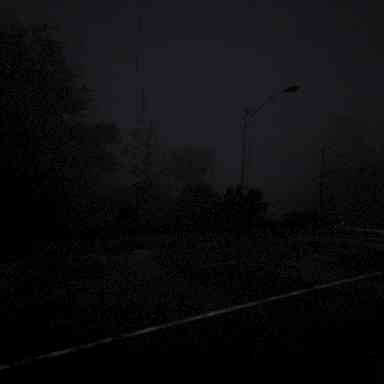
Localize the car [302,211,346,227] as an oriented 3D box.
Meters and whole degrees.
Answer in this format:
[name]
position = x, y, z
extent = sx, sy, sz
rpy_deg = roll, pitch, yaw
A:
[car]
position = 13.710, 2.768, 34.873
extent = 2.128, 1.511, 4.902
rpy_deg = 4, -1, -27
